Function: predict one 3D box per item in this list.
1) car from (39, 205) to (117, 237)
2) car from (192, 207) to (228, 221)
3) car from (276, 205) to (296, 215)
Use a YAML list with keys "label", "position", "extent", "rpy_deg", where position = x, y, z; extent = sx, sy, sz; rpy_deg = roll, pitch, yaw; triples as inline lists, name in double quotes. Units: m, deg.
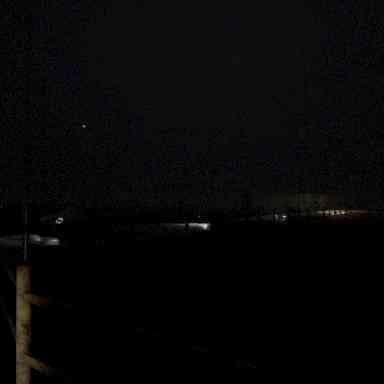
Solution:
- label: "car"
  position: [-6.769, 1.602, 20.117]
  extent: [2.097, 1.767, 4.553]
  rpy_deg: [1, -1, 36]
- label: "car"
  position: [1.794, 2.143, 32.270]
  extent: [1.994, 1.385, 4.181]
  rpy_deg: [1, -1, 35]
- label: "car"
  position: [13.987, 2.621, 49.506]
  extent: [2.128, 1.511, 4.902]
  rpy_deg: [1, -1, 35]
